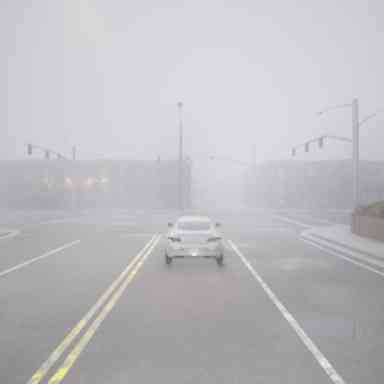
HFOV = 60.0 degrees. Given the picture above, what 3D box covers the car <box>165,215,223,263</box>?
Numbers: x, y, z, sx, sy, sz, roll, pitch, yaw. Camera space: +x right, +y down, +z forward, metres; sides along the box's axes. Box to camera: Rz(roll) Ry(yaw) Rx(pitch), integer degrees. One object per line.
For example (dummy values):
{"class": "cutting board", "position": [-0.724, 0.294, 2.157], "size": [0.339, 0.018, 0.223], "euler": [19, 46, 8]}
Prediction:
{"class": "car", "position": [0.074, 1.546, 11.913], "size": [1.812, 1.442, 4.674], "euler": [0, 0, 0]}
